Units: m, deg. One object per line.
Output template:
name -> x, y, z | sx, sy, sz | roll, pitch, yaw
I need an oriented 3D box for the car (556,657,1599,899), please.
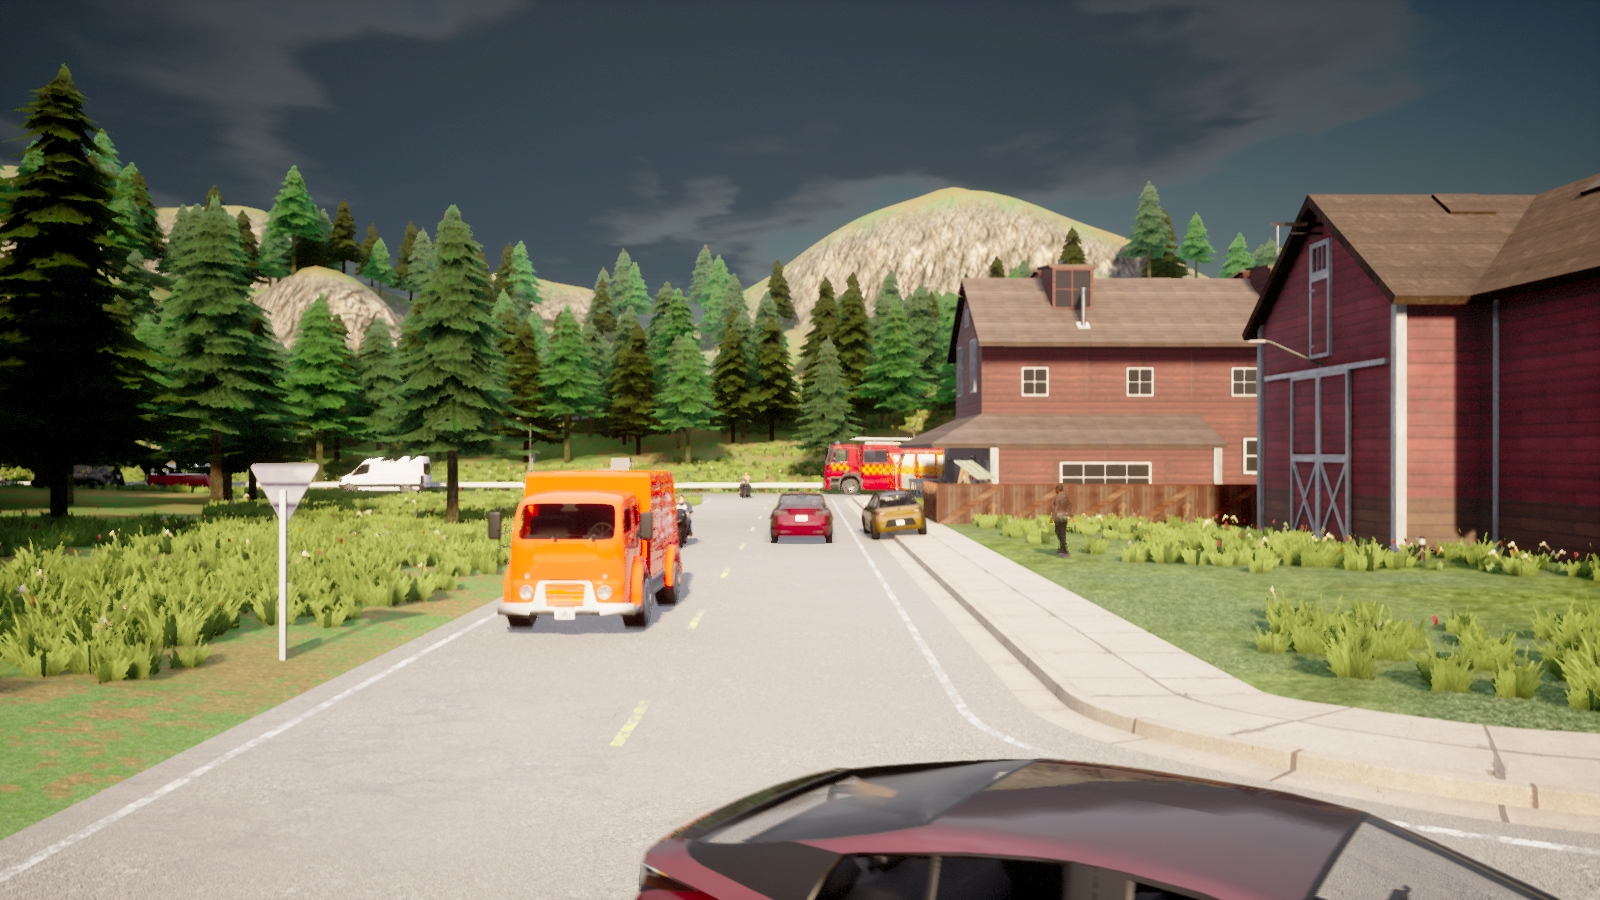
car -> 1.493, 1.861, 3.886 | 4.514, 1.525, 2.007 | 0, 1, 35

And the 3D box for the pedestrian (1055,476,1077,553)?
pedestrian -> 6.521, 1.582, 28.031 | 0.375, 1.860, 0.375 | 0, 0, -33

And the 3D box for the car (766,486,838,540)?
car -> 0.053, 1.959, 36.655 | 2.163, 1.488, 4.792 | 0, 0, 0

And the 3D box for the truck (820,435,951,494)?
truck -> 5.600, 0.961, 76.219 | 8.468, 3.827, 2.891 | 0, 0, 0

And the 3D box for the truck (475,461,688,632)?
truck -> -3.471, 1.441, 19.454 | 2.627, 2.467, 5.204 | 0, 0, 0
